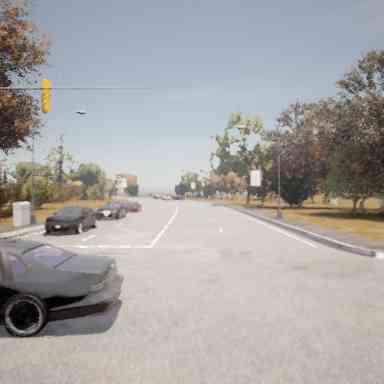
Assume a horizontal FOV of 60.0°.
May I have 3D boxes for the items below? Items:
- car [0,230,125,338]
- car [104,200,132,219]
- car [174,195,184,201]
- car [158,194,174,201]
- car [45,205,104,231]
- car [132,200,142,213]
[{"bbox_3d":[-3.977,1.577,5.968,5.357,1.411,2.033,0,0,-3],"label":"car"},{"bbox_3d":[-7.114,1.624,30.050,2.128,1.511,4.902,0,0,0],"label":"car"},{"bbox_3d":[-3.757,1.525,91.300,1.882,1.535,5.008,0,0,-18],"label":"car"},{"bbox_3d":[-7.035,1.641,90.064,1.895,1.301,4.718,0,0,-18],"label":"car"},{"bbox_3d":[-7.096,1.573,20.070,1.882,1.535,5.008,0,0,0],"label":"car"},{"bbox_3d":[-7.205,1.709,39.995,1.994,1.385,4.181,0,0,0],"label":"car"}]
